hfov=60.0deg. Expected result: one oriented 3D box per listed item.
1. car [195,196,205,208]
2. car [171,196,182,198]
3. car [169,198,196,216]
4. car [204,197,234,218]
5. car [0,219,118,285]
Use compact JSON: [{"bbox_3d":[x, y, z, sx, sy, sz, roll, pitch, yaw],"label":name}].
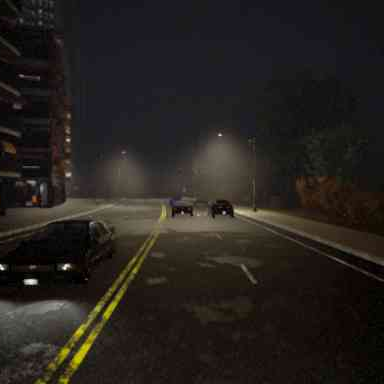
[{"bbox_3d":[1.153,1.334,45.435,2.128,1.511,4.902,0,0,-5],"label":"car"},{"bbox_3d":[-2.199,1.319,46.349,1.882,1.535,5.008,0,0,-5],"label":"car"},{"bbox_3d":[-0.951,1.500,30.867,1.895,1.301,4.718,0,0,-4],"label":"car"},{"bbox_3d":[2.423,1.407,28.908,1.837,1.490,4.892,0,0,-3],"label":"car"},{"bbox_3d":[-3.479,1.519,9.739,2.033,1.411,5.357,0,0,-1],"label":"car"}]
